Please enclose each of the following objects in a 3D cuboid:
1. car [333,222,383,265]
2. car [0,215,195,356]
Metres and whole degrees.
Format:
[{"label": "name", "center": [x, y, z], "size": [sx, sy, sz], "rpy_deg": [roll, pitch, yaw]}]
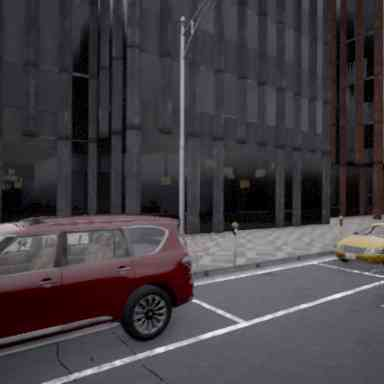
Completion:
[{"label": "car", "center": [6.769, 1.644, 11.476], "size": [4.829, 1.417, 1.752], "rpy_deg": [1, 0, -35]}, {"label": "car", "center": [-2.269, 1.325, 5.031], "size": [5.009, 1.841, 2.192], "rpy_deg": [1, 0, -35]}]
